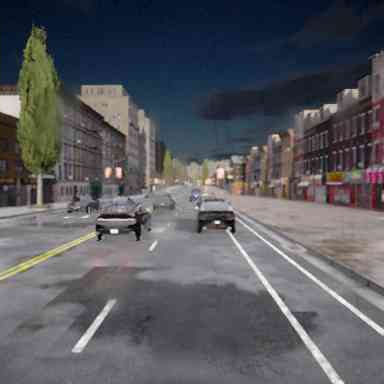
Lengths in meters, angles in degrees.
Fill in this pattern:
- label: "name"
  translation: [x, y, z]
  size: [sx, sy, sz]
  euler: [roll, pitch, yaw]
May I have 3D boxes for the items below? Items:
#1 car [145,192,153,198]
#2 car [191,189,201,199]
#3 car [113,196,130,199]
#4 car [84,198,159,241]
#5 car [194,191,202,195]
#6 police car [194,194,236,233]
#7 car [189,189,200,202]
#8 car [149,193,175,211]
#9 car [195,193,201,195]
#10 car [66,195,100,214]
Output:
- label: "car"
  translation: [-8.880, 0.785, 70.922]
  size: [1.994, 1.385, 4.181]
  euler: [0, 0, 1]
- label: "car"
  translation: [0.857, 0.329, 69.792]
  size: [2.150, 2.045, 5.566]
  euler: [0, 0, 1]
- label: "car"
  translation: [-6.239, 1.096, 29.417]
  size: [1.812, 1.442, 4.674]
  euler: [0, 1, 1]
- label: "car"
  translation: [-2.969, 1.258, 15.253]
  size: [2.128, 1.511, 4.902]
  euler: [0, 1, 1]
- label: "car"
  translation: [1.389, 0.967, 33.902]
  size: [1.801, 1.575, 5.366]
  euler: [0, 1, 1]
- label: "police car"
  translation: [1.190, 1.153, 17.823]
  size: [1.930, 1.638, 5.238]
  euler: [0, 1, 1]
- label: "car"
  translation: [0.644, 0.684, 52.506]
  size: [2.097, 1.767, 4.553]
  euler: [0, 0, 1]
- label: "car"
  translation: [-2.746, 1.085, 33.182]
  size: [1.994, 1.385, 4.181]
  euler: [0, 1, 1]
- label: "car"
  translation: [1.313, 1.094, 27.713]
  size: [1.837, 1.490, 4.892]
  euler: [0, 1, 1]
- label: "car"
  translation: [-9.489, 1.076, 29.466]
  size: [1.837, 1.490, 4.892]
  euler: [0, 1, 1]
